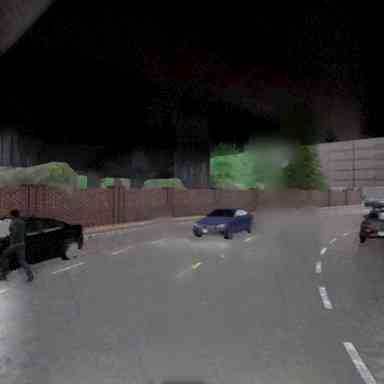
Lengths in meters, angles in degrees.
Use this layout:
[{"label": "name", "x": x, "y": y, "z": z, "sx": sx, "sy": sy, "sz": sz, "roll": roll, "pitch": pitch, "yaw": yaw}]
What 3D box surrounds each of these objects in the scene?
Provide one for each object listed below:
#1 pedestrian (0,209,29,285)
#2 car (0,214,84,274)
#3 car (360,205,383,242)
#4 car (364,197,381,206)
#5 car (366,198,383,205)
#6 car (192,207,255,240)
[{"label": "pedestrian", "x": -4.332, "y": 1.294, "z": 8.114, "sx": 0.375, "sy": 1.860, "sz": 0.375, "roll": 0, "pitch": 0, "yaw": 14}, {"label": "car", "x": -5.247, "y": 1.477, "z": 9.765, "sx": 1.882, "sy": 1.535, "sz": 5.008, "roll": 0, "pitch": 0, "yaw": 17}, {"label": "car", "x": 9.043, "y": 1.526, "z": 15.469, "sx": 1.812, "sy": 1.442, "sz": 4.674, "roll": 0, "pitch": 0, "yaw": 34}, {"label": "car", "x": 25.958, "y": 1.478, "z": 46.856, "sx": 5.008, "sy": 1.535, "sz": 1.882, "roll": 0, "pitch": 0, "yaw": -43}, {"label": "car", "x": 17.240, "y": 1.505, "z": 28.934, "sx": 4.892, "sy": 1.490, "sz": 1.837, "roll": 0, "pitch": 0, "yaw": -43}, {"label": "car", "x": 1.817, "y": 1.526, "z": 17.299, "sx": 1.812, "sy": 1.442, "sz": 4.674, "roll": 0, "pitch": 0, "yaw": 31}]
